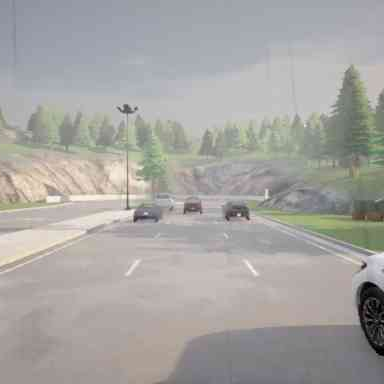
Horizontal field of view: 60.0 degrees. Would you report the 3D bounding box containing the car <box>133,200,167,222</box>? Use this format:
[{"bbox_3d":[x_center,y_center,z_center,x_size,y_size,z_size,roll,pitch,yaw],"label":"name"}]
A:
[{"bbox_3d":[-3.400,1.564,26.462,1.994,1.385,4.181,0,0,0],"label":"car"}]

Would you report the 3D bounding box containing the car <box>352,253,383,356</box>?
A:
[{"bbox_3d":[3.599,1.219,2.892,2.150,2.045,5.566,0,0,0],"label":"car"}]

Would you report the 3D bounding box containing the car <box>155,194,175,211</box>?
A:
[{"bbox_3d":[-3.370,1.219,40.836,2.150,2.045,5.566,0,0,0],"label":"car"}]

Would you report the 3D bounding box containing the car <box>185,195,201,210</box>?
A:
[{"bbox_3d":[0.190,1.352,44.483,2.097,1.767,4.553,0,0,1],"label":"car"}]

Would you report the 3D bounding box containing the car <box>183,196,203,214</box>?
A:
[{"bbox_3d":[0.092,1.478,35.253,1.882,1.535,5.008,0,0,0],"label":"car"}]

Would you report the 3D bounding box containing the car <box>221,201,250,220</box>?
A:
[{"bbox_3d":[3.600,1.504,27.786,1.837,1.490,4.892,0,0,0],"label":"car"}]
